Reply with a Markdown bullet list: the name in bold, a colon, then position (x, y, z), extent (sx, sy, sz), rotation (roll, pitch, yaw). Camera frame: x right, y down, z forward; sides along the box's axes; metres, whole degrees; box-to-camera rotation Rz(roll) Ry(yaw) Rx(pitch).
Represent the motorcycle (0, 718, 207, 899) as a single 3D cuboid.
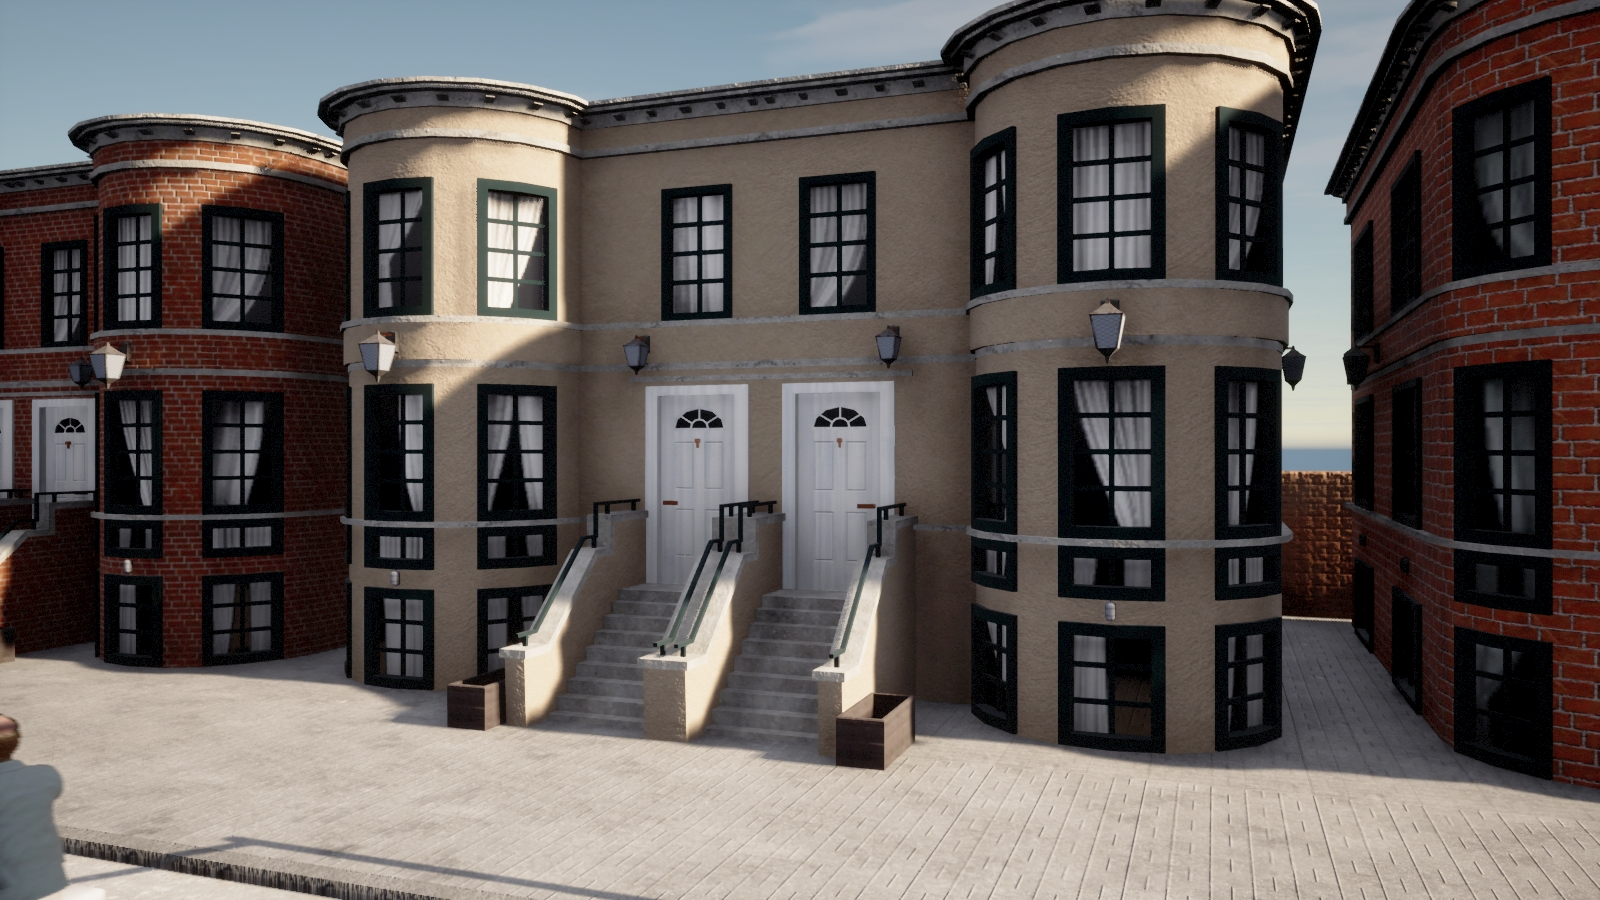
- **motorcycle**: position (-3.740, 1.964, 5.194), extent (1.805, 1.236, 0.856), rotation (0, 0, 20)
